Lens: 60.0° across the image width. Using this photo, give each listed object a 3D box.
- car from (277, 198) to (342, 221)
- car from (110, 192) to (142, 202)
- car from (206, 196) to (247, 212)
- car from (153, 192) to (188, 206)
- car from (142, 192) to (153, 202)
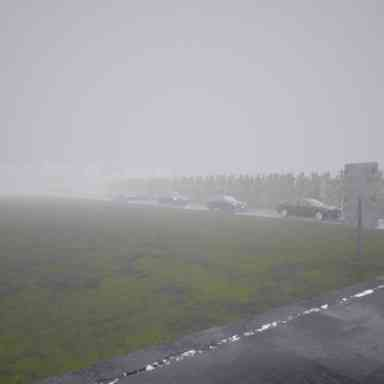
[{"bbox_3d":[8.655,1.216,24.862,1.882,1.535,5.008,1,1,-34],"label":"car"},{"bbox_3d":[-10.284,0.716,51.335,2.033,1.411,5.357,1,1,-35],"label":"car"},{"bbox_3d":[3.288,1.101,32.390,1.812,1.442,4.674,1,1,-36],"label":"car"},{"bbox_3d":[-2.404,0.757,40.298,2.097,1.767,4.553,1,0,-36],"label":"car"},{"bbox_3d":[-7.593,0.696,52.449,2.128,1.511,4.902,1,1,-35],"label":"car"}]
